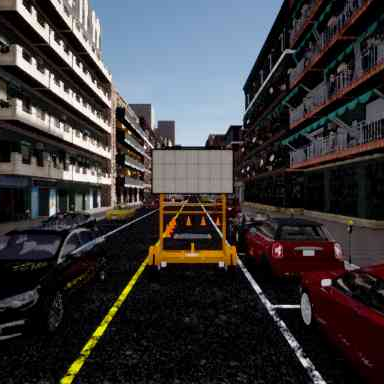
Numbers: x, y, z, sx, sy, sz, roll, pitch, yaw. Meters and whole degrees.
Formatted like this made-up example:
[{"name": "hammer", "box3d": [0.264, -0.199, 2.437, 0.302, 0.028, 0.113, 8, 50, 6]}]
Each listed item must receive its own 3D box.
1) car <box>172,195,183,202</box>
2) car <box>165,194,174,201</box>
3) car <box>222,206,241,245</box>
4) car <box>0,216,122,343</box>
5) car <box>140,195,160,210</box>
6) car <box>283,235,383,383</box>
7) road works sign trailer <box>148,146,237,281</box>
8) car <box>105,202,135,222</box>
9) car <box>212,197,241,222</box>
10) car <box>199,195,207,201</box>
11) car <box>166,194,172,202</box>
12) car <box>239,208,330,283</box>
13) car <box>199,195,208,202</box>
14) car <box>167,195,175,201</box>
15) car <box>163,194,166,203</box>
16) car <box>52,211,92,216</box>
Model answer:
[{"name": "car", "box3d": [-2.848, 1.598, 72.987, 1.895, 1.301, 4.718, 0, 0, 0]}, {"name": "car", "box3d": [-5.515, 1.435, 82.945, 1.967, 1.590, 4.097, 0, 0, 0]}, {"name": "car", "box3d": [2.723, 1.554, 15.287, 2.008, 1.369, 4.403, 0, 0, 0]}, {"name": "car", "box3d": [-3.086, 1.493, 6.779, 2.128, 1.511, 4.902, 0, 0, 0]}, {"name": "car", "box3d": [-5.599, 1.443, 43.491, 1.967, 1.590, 4.097, 0, 0, 0]}, {"name": "car", "box3d": [2.699, 1.546, 4.015, 1.887, 1.381, 4.507, 0, 0, 0]}, {"name": "road works sign trailer", "box3d": [0.020, 0.467, 9.790, 2.380, 3.560, 2.880, 0, 0, 0]}, {"name": "car", "box3d": [-5.634, 1.529, 26.411, 1.752, 1.417, 4.829, 0, 0, 0]}, {"name": "car", "box3d": [2.748, 1.319, 26.560, 2.192, 1.841, 5.009, 0, 0, 0]}, {"name": "car", "box3d": [2.877, 1.538, 88.560, 1.887, 1.381, 4.507, 0, 0, 0]}, {"name": "car", "box3d": [-5.526, 1.312, 77.310, 2.192, 1.841, 5.009, 0, 0, 0]}, {"name": "car", "box3d": [2.711, 1.442, 9.652, 1.967, 1.590, 4.097, 0, 0, 0]}, {"name": "car", "box3d": [2.854, 1.522, 77.458, 1.752, 1.417, 4.829, 0, 0, 0]}, {"name": "car", "box3d": [-5.503, 1.538, 88.583, 1.887, 1.381, 4.507, 0, 0, 0]}, {"name": "car", "box3d": [-5.586, 1.317, 49.128, 2.192, 1.841, 5.009, 0, 0, 0]}, {"name": "car", "box3d": [-5.658, 1.569, 15.308, 1.947, 1.339, 4.313, 0, 0, 0]}]
